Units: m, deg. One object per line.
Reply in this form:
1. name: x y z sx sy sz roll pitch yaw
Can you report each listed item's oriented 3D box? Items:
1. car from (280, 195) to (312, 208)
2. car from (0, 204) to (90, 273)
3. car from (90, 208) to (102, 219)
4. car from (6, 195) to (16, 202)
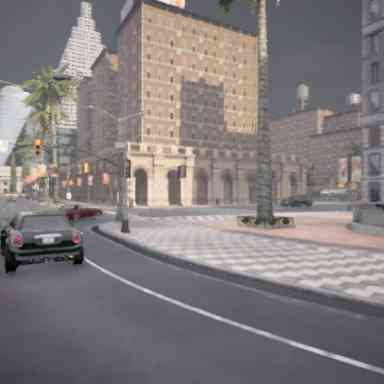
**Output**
1. car: 16.675 1.488 53.005 5.566 2.045 2.150 0 0 -29
2. car: -5.195 1.383 11.226 2.097 1.767 4.553 0 0 -32
3. car: -9.540 1.681 27.745 1.895 1.301 4.718 0 0 18
4. car: -43.670 1.766 80.221 1.895 1.301 4.718 0 0 -30
